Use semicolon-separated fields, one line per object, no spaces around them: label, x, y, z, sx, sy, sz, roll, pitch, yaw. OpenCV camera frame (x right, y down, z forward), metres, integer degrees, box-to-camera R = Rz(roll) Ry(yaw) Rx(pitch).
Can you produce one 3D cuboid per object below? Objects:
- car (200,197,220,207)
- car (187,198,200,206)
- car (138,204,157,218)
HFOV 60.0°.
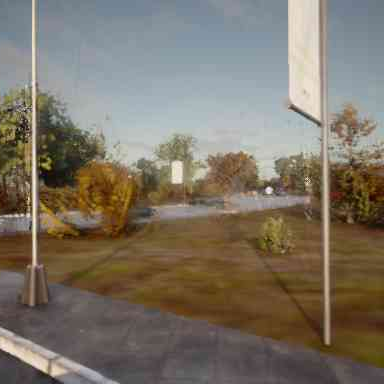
car;3.928;1.533;53.724;1.837;1.490;4.892;-1;0;38
car;1.277;1.657;56.004;1.895;1.301;4.718;-1;1;38
car;-5.195;1.767;31.069;1.994;1.385;4.181;-1;0;39
